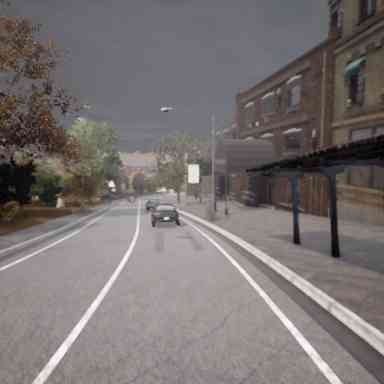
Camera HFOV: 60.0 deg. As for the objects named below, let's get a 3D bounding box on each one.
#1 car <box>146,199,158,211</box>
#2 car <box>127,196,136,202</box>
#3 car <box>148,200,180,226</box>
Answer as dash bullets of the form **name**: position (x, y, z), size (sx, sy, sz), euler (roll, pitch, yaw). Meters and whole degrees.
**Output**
- **car**: position (-4.775, 1.566, 41.902), size (1.994, 1.385, 4.181), euler (-1, 0, -9)
- **car**: position (-13.584, 1.582, 75.248), size (1.812, 1.442, 4.674), euler (-1, 0, -9)
- **car**: position (-1.940, 1.507, 23.254), size (1.812, 1.442, 4.674), euler (-1, 0, -8)
